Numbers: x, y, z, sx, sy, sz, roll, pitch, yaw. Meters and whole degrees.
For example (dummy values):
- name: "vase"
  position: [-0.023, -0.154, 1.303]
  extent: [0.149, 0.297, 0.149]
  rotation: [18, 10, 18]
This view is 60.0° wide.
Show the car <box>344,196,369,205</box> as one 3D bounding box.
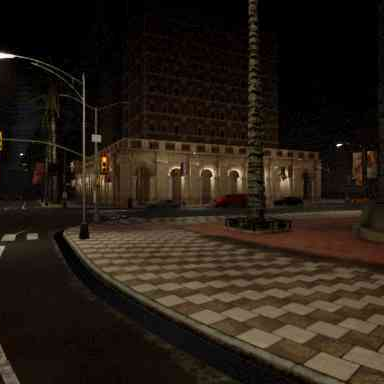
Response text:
- name: "car"
  position: [29.196, 1.515, 59.004]
  extent: [5.008, 1.535, 1.882]
  rotation: [0, 0, -27]

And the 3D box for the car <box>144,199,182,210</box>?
- name: "car"
  position: [-3.735, 1.601, 42.855]
  extent: [4.718, 1.301, 1.895]
  rotation: [0, 0, -26]

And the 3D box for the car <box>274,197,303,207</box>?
- name: "car"
  position: [15.079, 1.478, 52.066]
  extent: [5.008, 1.535, 1.882]
  rotation: [0, 0, -26]

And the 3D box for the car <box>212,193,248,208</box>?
- name: "car"
  position: [5.635, 1.221, 47.439]
  extent: [5.566, 2.045, 2.150]
  rotation: [0, 0, -26]

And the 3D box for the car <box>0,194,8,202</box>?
- name: "car"
  position: [-44.934, 1.355, 78.257]
  extent: [2.097, 1.767, 4.553]
  rotation: [0, 0, -27]

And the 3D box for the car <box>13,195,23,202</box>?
- name: "car"
  position: [-41.744, 1.595, 79.698]
  extent: [1.895, 1.301, 4.718]
  rotation: [0, 0, -27]
